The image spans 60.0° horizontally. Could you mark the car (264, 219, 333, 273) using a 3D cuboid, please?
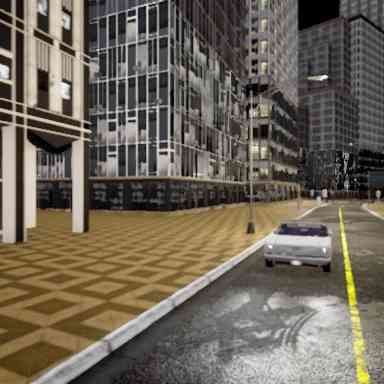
[{"bbox_3d":[3.706,1.638,11.165,1.895,1.301,4.718,0,0,23],"label":"car"}]
